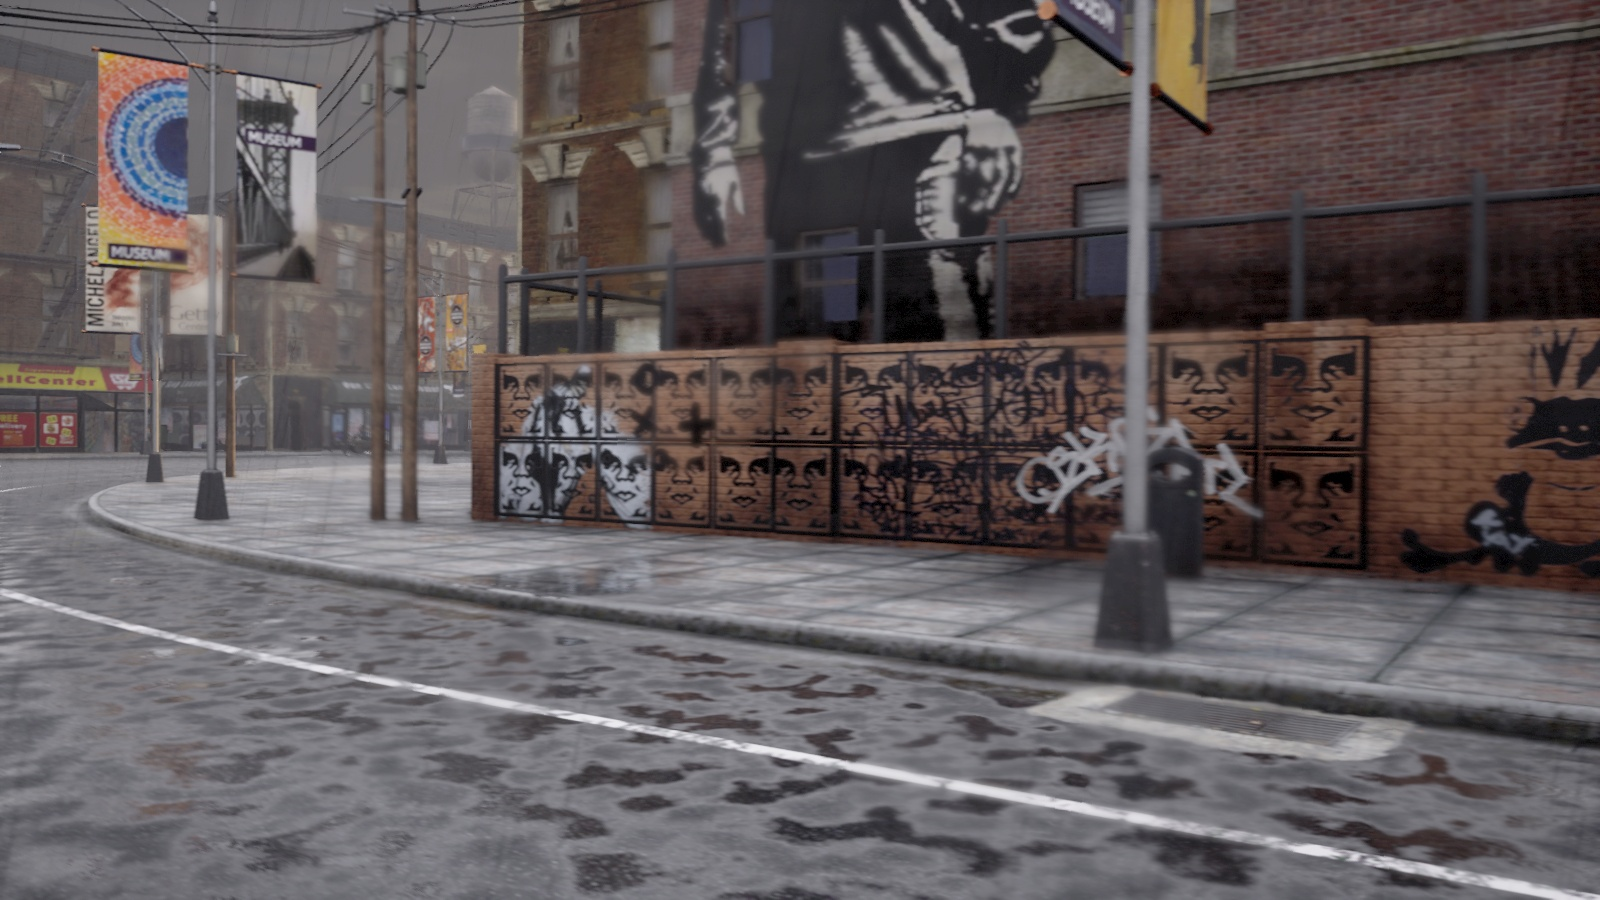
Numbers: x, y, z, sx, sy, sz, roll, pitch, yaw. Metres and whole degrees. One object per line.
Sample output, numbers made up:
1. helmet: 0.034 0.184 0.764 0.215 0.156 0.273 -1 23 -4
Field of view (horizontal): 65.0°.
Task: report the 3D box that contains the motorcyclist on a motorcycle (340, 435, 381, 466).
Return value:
1. motorcyclist on a motorcycle: -22.450 0.014 64.120 0.866 1.590 1.817 0 1 34
